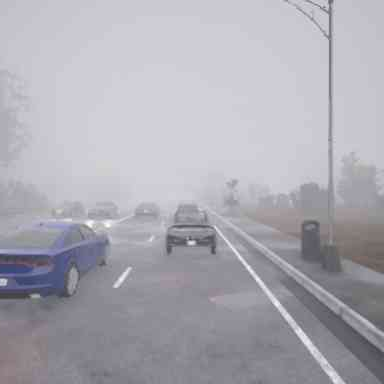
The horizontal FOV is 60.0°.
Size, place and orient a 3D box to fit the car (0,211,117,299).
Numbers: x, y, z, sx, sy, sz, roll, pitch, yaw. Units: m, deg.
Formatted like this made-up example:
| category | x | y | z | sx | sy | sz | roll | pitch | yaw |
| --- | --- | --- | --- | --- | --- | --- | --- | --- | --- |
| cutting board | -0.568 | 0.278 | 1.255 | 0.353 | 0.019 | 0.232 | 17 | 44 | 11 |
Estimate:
| category | x | y | z | sx | sy | sz | roll | pitch | yaw |
| --- | --- | --- | --- | --- | --- | --- | --- | --- | --- |
| car | -3.491 | 1.474 | 8.507 | 1.882 | 1.535 | 5.008 | 0 | 0 | 0 |

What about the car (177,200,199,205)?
| category | x | y | z | sx | sy | sz | roll | pitch | yaw |
| --- | --- | --- | --- | --- | --- | --- | --- | --- | --- |
| car | -0.404 | 1.458 | 30.696 | 1.882 | 1.535 | 5.008 | 0 | 0 | -1 |

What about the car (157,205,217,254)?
| category | x | y | z | sx | sy | sz | roll | pitch | yaw |
| --- | --- | --- | --- | --- | --- | --- | --- | --- | --- |
| car | -0.054 | 1.483 | 13.540 | 2.128 | 1.511 | 4.902 | 0 | 0 | -1 |

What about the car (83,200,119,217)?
| category | x | y | z | sx | sy | sz | roll | pitch | yaw |
| --- | --- | --- | --- | --- | --- | --- | --- | --- | --- |
| car | -7.552 | 1.490 | 28.665 | 1.837 | 1.490 | 4.892 | 0 | 0 | -1 |

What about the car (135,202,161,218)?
| category | x | y | z | sx | sy | sz | roll | pitch | yaw |
| --- | --- | --- | --- | --- | --- | --- | --- | --- | --- |
| car | -3.881 | 1.547 | 29.546 | 1.994 | 1.385 | 4.181 | 0 | 0 | -1 |

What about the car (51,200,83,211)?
| category | x | y | z | sx | sy | sz | roll | pitch | yaw |
| --- | --- | --- | --- | --- | --- | --- | --- | --- | --- |
| car | -11.082 | 1.477 | 30.008 | 2.128 | 1.511 | 4.902 | 0 | 0 | -1 |
